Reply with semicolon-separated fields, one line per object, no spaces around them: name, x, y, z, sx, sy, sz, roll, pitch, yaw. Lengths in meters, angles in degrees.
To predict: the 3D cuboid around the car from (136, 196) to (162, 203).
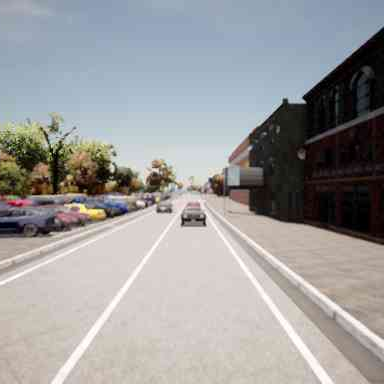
car;-9.236;1.579;71.165;5.366;1.575;1.946;0;0;0

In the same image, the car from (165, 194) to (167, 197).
car;-8.966;1.542;79.641;4.792;1.488;2.163;0;0;0

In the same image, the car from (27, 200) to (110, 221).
car;-9.526;1.624;25.935;5.366;1.575;1.946;0;-1;0

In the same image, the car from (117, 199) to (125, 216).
car;-9.310;1.680;31.585;5.008;1.535;2.097;0;-1;0

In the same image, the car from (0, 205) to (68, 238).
car;-9.425;1.577;17.456;4.792;1.488;2.163;0;-1;0

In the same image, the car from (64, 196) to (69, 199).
car;-21.781;1.773;51.412;4.792;1.488;2.163;0;1;0

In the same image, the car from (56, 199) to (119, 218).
car;-9.318;1.654;28.760;5.008;1.535;2.097;0;-1;0

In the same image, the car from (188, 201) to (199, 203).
car;0.185;1.830;42.087;1.994;1.385;4.181;0;0;0

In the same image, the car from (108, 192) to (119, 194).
car;-21.541;1.489;82.468;5.008;1.535;2.097;0;0;0

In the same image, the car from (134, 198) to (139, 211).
car;-9.253;1.801;40.061;4.674;1.452;2.002;0;-1;0

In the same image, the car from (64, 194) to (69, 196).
car;-21.700;1.596;54.108;4.553;1.767;2.185;0;0;0

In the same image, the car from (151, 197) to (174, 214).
car;-3.266;1.756;40.209;2.128;1.511;4.902;0;0;0

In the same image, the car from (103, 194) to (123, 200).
car;-21.502;1.418;90.939;4.892;1.521;2.231;0;1;0

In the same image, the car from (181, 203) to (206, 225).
car;0.120;1.806;26.365;1.895;1.301;4.718;0;0;0

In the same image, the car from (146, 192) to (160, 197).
car;-9.151;1.424;59.860;5.566;2.045;2.435;0;0;0

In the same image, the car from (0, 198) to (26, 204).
car;-21.816;1.761;37.146;4.792;1.488;2.163;0;-1;0

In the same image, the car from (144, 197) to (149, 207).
car;-9.193;1.807;48.560;4.674;1.452;2.002;0;0;0

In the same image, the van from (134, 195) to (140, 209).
van;-9.349;1.557;42.769;4.442;1.987;1.878;0;0;0

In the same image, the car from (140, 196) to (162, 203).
car;-9.029;1.599;73.990;4.674;1.452;2.002;0;0;0

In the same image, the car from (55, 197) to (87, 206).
car;-21.698;1.675;59.881;4.892;1.521;2.231;0;0;0

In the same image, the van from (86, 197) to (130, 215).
van;-9.385;1.508;37.238;4.442;1.987;1.878;0;-1;0

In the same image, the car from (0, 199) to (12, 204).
car;-21.835;1.734;34.322;4.792;1.488;2.163;0;-1;0

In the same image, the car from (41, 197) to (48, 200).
car;-21.803;1.781;42.805;5.008;1.535;2.097;0;-1;0

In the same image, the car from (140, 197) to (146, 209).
car;-9.216;1.826;45.725;4.674;1.452;2.002;0;0;0

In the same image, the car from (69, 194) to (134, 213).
car;-9.258;1.456;34.413;5.566;2.045;2.435;0;-1;0

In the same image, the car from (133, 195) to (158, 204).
car;-9.118;1.503;65.512;4.553;1.767;2.185;0;0;0

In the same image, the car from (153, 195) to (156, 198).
car;-9.144;1.738;57.037;4.674;1.452;2.002;0;0;0

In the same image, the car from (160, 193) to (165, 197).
car;-8.883;1.602;68.337;5.366;1.575;1.946;0;0;0

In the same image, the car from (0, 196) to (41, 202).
car;-21.799;1.507;39.972;5.566;2.045;2.435;0;-1;0

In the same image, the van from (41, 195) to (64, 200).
van;-21.649;1.541;48.583;4.442;1.987;1.878;0;0;0

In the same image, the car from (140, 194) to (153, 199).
car;-9.191;1.596;54.210;4.553;1.767;2.185;0;0;0

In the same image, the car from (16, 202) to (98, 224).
car;-9.362;1.641;23.108;4.674;1.452;2.002;0;-1;0

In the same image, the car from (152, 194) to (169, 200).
car;-8.902;1.431;93.770;4.674;1.452;2.002;0;1;0

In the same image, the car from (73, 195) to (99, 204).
car;-21.668;1.480;68.226;4.553;1.767;2.185;0;0;0

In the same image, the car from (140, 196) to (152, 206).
car;-9.172;1.744;51.385;5.008;1.535;2.097;0;0;0

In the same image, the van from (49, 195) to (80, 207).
van;-21.829;1.472;57.055;4.442;1.987;1.878;0;1;0

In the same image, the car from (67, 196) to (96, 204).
car;-21.661;1.629;65.403;5.008;1.535;2.097;0;0;0

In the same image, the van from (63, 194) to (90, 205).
van;-21.789;1.425;62.705;4.442;1.987;1.878;0;0;0

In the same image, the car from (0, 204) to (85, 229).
car;-9.380;1.614;20.282;4.674;1.452;2.002;0;-1;0

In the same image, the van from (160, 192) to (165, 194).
van;-9.131;1.310;76.814;4.442;1.987;1.878;0;0;0

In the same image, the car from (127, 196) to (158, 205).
car;-9.290;1.649;62.688;5.366;1.575;1.946;0;0;0
